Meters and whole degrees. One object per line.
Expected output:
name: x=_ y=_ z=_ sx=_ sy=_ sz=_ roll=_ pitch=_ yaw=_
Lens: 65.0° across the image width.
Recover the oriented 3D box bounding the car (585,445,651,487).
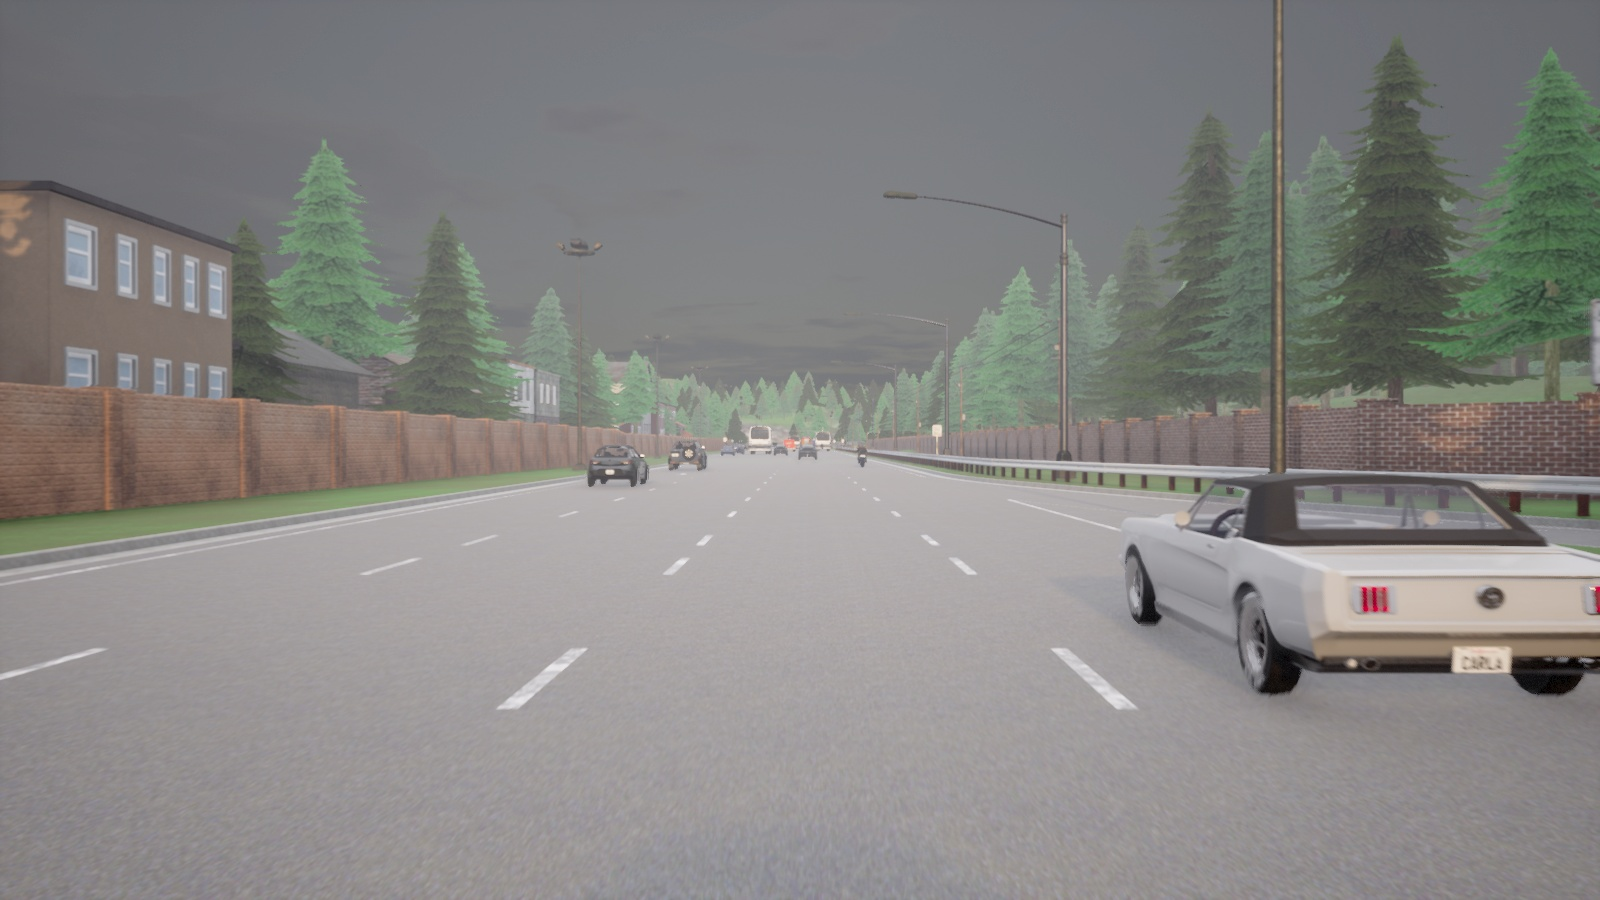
car: x=-6.618 y=0.546 z=46.031 sx=1.816 sy=1.474 sz=4.193 roll=0 pitch=0 yaw=0

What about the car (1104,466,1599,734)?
car: x=3.630 y=0.810 z=8.887 sx=1.895 sy=1.301 sz=4.718 roll=0 pitch=0 yaw=1

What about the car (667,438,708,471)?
car: x=-6.499 y=0.229 z=73.095 sx=1.932 sy=1.855 sz=4.605 roll=0 pitch=1 yaw=0
